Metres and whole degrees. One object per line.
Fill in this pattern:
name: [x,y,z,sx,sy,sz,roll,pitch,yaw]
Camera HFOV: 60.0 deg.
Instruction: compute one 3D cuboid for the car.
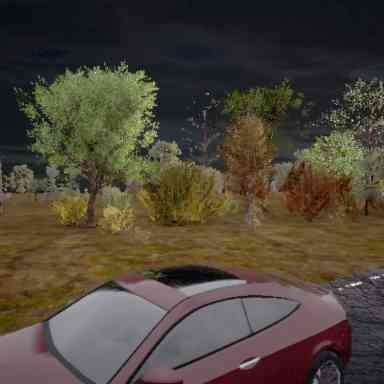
car: [-0.278,1.525,3.167,4.674,1.442,1.812,0,0,-36]
